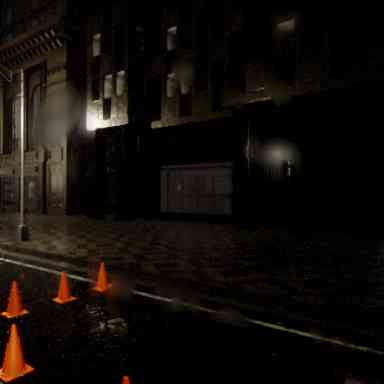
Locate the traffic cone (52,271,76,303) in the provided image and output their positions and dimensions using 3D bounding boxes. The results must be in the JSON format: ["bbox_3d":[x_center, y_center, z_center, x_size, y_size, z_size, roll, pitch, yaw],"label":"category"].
[{"bbox_3d":[-2.672,1.952,6.946,0.340,0.580,0.340,0,0,36],"label":"traffic cone"}]

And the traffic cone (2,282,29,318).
[{"bbox_3d":[-3.257,1.951,6.134,0.340,0.580,0.340,0,0,36],"label":"traffic cone"}]

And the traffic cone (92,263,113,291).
[{"bbox_3d":[-2.089,1.952,7.758,0.340,0.580,0.340,0,0,36],"label":"traffic cone"}]

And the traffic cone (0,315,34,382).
[{"bbox_3d":[-2.218,1.953,4.155,0.340,0.580,0.340,0,0,36],"label":"traffic cone"}]

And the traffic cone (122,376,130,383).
[{"bbox_3d":[-0.594,1.954,2.986,0.340,0.580,0.340,0,0,36],"label":"traffic cone"}]
